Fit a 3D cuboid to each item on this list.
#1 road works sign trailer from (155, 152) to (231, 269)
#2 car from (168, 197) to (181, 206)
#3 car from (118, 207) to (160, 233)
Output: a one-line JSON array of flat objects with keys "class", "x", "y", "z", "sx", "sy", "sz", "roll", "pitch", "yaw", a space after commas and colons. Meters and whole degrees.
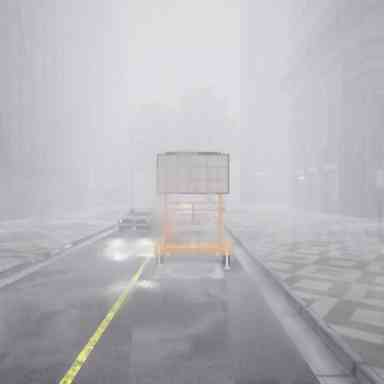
[{"class": "road works sign trailer", "x": 0.035, "y": 0.466, "z": 11.139, "sx": 2.380, "sy": 3.560, "sz": 2.880, "roll": 0, "pitch": 0, "yaw": 0}, {"class": "car", "x": -2.835, "y": 1.549, "z": 54.343, "sx": 1.837, "sy": 1.490, "sz": 4.892, "roll": 0, "pitch": 0, "yaw": 0}, {"class": "car", "x": -3.041, "y": 1.607, "z": 19.732, "sx": 1.895, "sy": 1.301, "sz": 4.718, "roll": 0, "pitch": 0, "yaw": 0}]
